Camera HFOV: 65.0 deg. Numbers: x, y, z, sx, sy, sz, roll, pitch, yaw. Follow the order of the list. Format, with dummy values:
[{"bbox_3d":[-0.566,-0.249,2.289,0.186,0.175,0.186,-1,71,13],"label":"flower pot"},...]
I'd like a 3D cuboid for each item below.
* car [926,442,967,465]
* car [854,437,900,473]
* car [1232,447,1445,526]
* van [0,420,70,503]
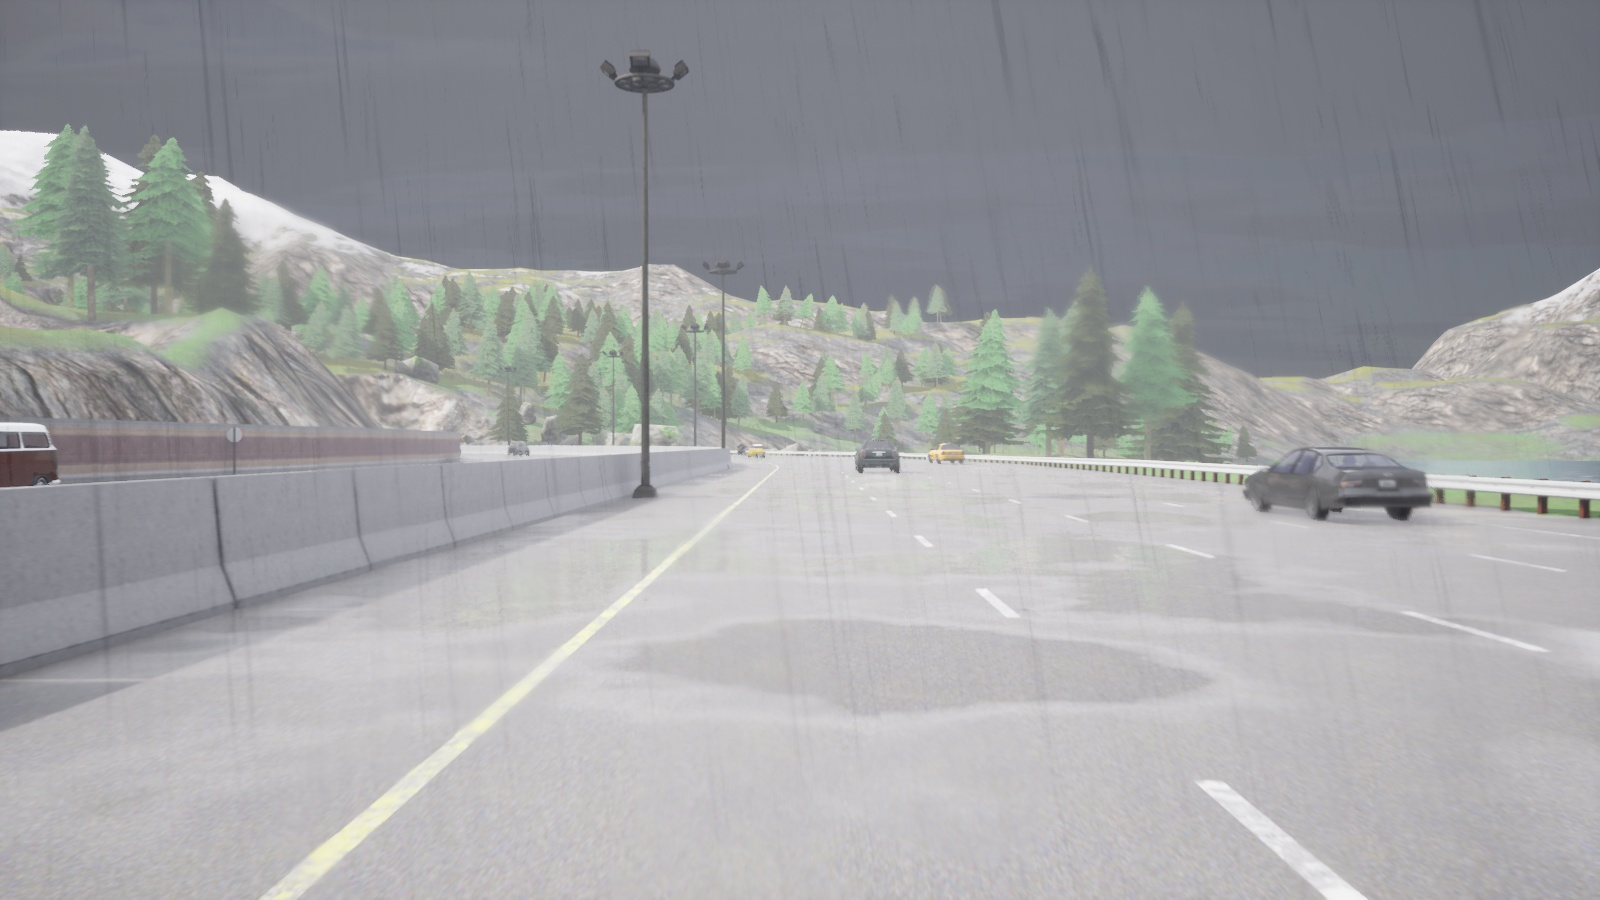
[{"bbox_3d":[10.263,0.195,88.500,1.801,1.575,5.366,0,0,-5],"label":"car"},{"bbox_3d":[3.884,0.248,63.881,2.097,1.767,4.553,0,0,0],"label":"car"},{"bbox_3d":[10.661,0.659,25.404,2.033,1.411,5.357,0,0,0],"label":"car"},{"bbox_3d":[-20.802,0.274,31.721,2.069,2.038,4.480,0,0,0],"label":"van"}]
